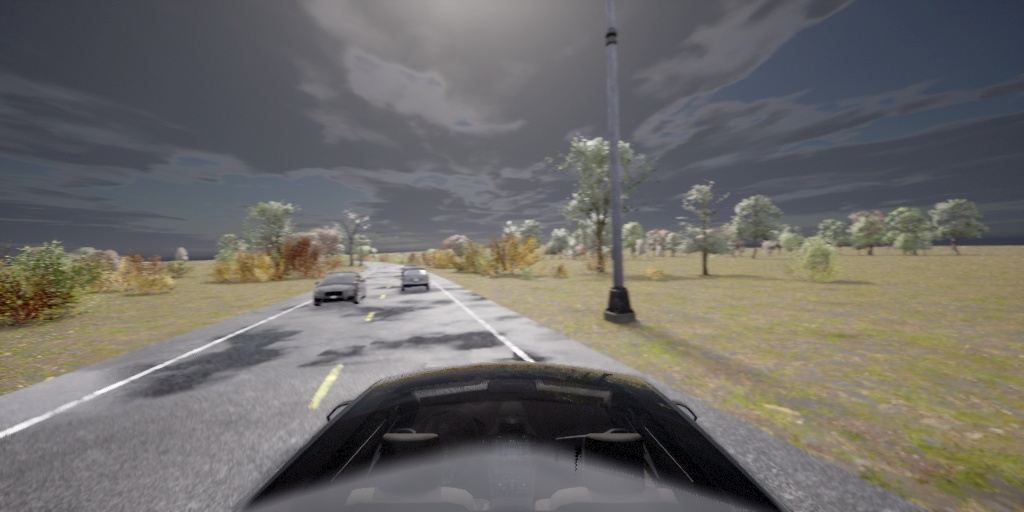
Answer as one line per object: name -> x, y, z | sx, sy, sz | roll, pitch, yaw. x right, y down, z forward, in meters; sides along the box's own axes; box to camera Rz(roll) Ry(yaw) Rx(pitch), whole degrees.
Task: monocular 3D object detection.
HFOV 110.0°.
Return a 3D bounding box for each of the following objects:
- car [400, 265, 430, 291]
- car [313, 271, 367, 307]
car -> -6.597, 1.544, 24.454 | 2.033, 1.411, 5.357 | -2, 0, -16
car -> -8.348, 1.539, 17.705 | 1.837, 1.490, 4.892 | -2, 0, -16
